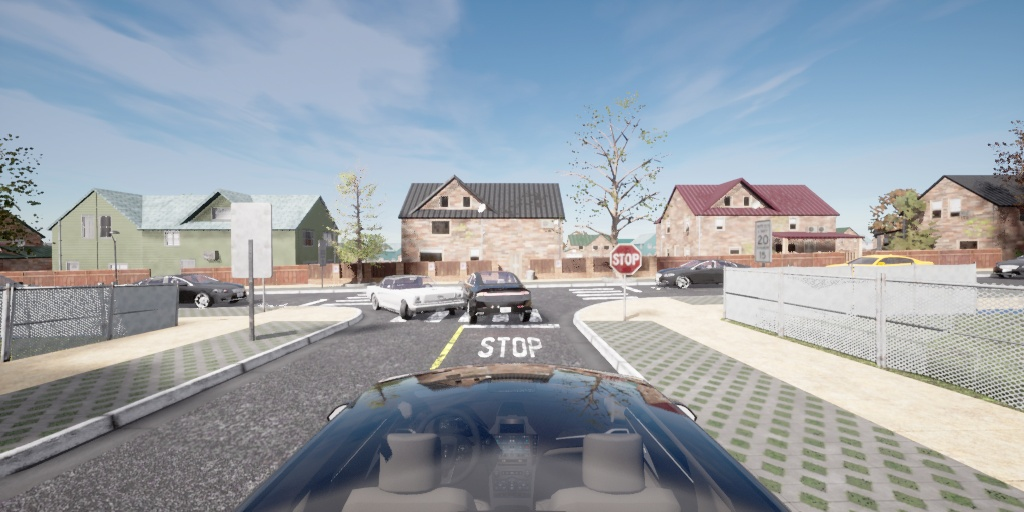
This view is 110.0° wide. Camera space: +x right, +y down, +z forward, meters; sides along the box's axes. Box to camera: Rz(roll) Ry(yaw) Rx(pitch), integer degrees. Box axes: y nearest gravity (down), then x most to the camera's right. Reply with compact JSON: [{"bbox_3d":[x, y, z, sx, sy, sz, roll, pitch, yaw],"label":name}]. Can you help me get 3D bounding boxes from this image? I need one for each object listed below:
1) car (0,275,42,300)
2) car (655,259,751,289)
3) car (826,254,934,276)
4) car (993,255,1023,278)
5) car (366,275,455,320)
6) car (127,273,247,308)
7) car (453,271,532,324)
[{"bbox_3d":[-24.236,1.648,16.358,4.553,1.767,2.097,-1,1,0],"label":"car"},{"bbox_3d":[10.335,0.926,19.445,4.902,1.511,2.128,-1,1,0],"label":"car"},{"bbox_3d":[19.765,0.690,19.479,5.008,1.535,1.882,-1,1,-1],"label":"car"},{"bbox_3d":[29.390,0.478,19.514,4.902,1.511,2.128,-1,1,0],"label":"car"},{"bbox_3d":[-3.600,1.368,12.899,1.895,1.301,4.718,0,0,-38],"label":"car"},{"bbox_3d":[-14.899,1.566,16.396,4.902,1.511,2.128,-1,1,0],"label":"car"},{"bbox_3d":[-0.683,1.242,12.039,2.128,1.511,4.902,0,0,-12],"label":"car"}]
